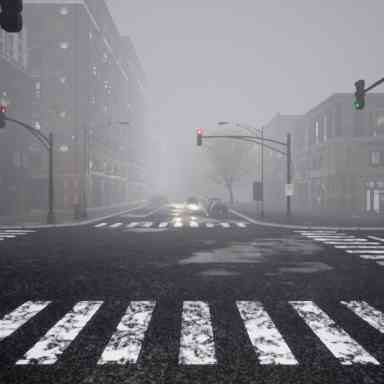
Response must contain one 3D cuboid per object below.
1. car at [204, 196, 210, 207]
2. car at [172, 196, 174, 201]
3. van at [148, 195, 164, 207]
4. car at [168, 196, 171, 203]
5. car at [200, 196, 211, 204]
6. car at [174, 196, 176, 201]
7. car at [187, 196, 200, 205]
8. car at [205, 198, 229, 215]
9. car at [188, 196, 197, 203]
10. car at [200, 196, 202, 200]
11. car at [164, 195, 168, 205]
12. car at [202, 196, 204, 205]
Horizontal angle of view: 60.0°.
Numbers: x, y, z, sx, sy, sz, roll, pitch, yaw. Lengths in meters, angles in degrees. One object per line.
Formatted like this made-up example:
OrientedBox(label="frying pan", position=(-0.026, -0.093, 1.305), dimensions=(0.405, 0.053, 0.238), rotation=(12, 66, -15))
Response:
OrientedBox(label="car", position=(2.731, 1.479, 39.323), dimensions=(1.967, 1.590, 4.097), rotation=(0, 0, 0))
OrientedBox(label="car", position=(-5.614, 1.663, 73.513), dimensions=(2.008, 1.369, 4.403), rotation=(0, 0, 0))
OrientedBox(label="van", position=(-5.638, 1.399, 50.726), dimensions=(1.690, 1.788, 3.998), rotation=(0, 0, 0))
OrientedBox(label="car", position=(-5.626, 1.397, 62.120), dimensions=(2.192, 1.841, 5.009), rotation=(0, 0, 0))
OrientedBox(label="car", position=(2.760, 1.537, 67.806), dimensions=(1.967, 1.590, 4.097), rotation=(0, 0, 0))
OrientedBox(label="car", position=(-5.597, 1.687, 90.434), dimensions=(1.752, 1.417, 4.829), rotation=(0, 0, 0))
OrientedBox(label="car", position=(0.065, 1.556, 60.401), dimensions=(1.882, 1.535, 5.008), rotation=(0, 0, 0))
OrientedBox(label="car", position=(2.725, 1.580, 33.625), dimensions=(2.008, 1.369, 4.403), rotation=(0, 0, 0))
OrientedBox(label="car", position=(0.075, 1.540, 70.818), dimensions=(1.812, 1.442, 4.674), rotation=(0, 0, 0))
OrientedBox(label="car", position=(2.755, 1.633, 62.109), dimensions=(2.008, 1.369, 4.403), rotation=(0, 0, 0))
OrientedBox(label="car", position=(-5.632, 1.651, 56.423), dimensions=(1.802, 1.307, 4.206), rotation=(0, 0, 0))
OrientedBox(label="car", position=(2.737, 1.488, 45.019), dimensions=(1.967, 1.590, 4.097), rotation=(0, 0, 0))
